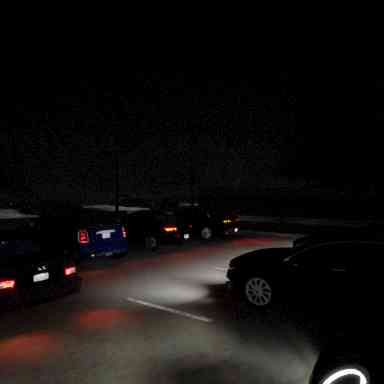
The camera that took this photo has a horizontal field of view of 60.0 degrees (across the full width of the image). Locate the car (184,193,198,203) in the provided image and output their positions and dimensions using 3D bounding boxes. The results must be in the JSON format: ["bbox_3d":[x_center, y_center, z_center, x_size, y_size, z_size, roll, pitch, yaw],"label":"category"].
[{"bbox_3d":[1.482,1.222,65.891,2.150,2.045,5.566,0,0,37],"label":"car"}]

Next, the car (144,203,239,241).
[{"bbox_3d":[0.084,1.505,16.837,4.892,1.490,1.837,0,0,36],"label":"car"}]

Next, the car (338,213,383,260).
[{"bbox_3d":[8.008,1.547,11.173,5.357,1.411,2.033,0,0,36],"label":"car"}]

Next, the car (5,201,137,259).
[{"bbox_3d":[-4.340,1.352,11.396,4.553,1.767,2.097,0,0,36],"label":"car"}]

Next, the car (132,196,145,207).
[{"bbox_3d":[-6.223,1.601,49.452,1.895,1.301,4.718,0,0,36],"label":"car"}]

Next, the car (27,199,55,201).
[{"bbox_3d":[-13.548,1.601,33.432,1.895,1.301,4.718,0,0,36],"label":"car"}]

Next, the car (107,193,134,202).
[{"bbox_3d":[-12.310,1.222,58.912,2.150,2.045,5.566,0,0,36],"label":"car"}]

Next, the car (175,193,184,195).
[{"bbox_3d":[-1.086,1.494,68.273,2.128,1.511,4.902,0,0,36],"label":"car"}]

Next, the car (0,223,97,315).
[{"bbox_3d":[-4.694,1.547,7.336,5.357,1.411,2.033,0,0,36],"label":"car"}]

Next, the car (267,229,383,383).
[{"bbox_3d":[3.005,1.352,1.845,4.553,1.767,2.097,0,0,36],"label":"car"}]

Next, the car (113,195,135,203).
[{"bbox_3d":[-9.058,1.547,51.503,2.033,1.411,5.357,0,0,36],"label":"car"}]

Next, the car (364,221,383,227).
[{"bbox_3d":[5.088,1.526,8.954,4.674,1.442,1.812,0,0,36],"label":"car"}]

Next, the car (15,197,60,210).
[{"bbox_3d":[-19.751,1.477,42.755,1.882,1.535,5.008,0,0,36],"label":"car"}]

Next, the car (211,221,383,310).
[{"bbox_3d":[2.969,1.505,6.177,4.892,1.490,1.837,0,0,36],"label":"car"}]

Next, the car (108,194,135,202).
[{"bbox_3d":[-10.863,1.491,54.965,2.128,1.511,4.902,0,0,36],"label":"car"}]

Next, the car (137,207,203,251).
[{"bbox_3d":[-2.078,1.526,14.085,4.674,1.442,1.812,0,0,36],"label":"car"}]

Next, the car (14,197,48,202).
[{"bbox_3d":[-16.112,1.525,35.858,1.812,1.442,4.674,0,0,36],"label":"car"}]

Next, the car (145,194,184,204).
[{"bbox_3d":[-3.829,1.492,46.794,2.128,1.511,4.902,0,0,36],"label":"car"}]
